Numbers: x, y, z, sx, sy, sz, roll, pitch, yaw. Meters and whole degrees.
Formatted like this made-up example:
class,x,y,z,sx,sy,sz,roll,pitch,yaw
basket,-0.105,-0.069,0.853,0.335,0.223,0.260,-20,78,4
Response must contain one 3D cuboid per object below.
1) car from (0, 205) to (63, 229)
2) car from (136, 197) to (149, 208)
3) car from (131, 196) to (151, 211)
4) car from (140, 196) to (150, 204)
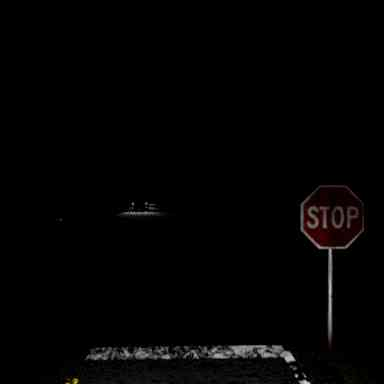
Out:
class,x,y,z,sx,sy,sz,roll,pitch,yaw
car,-10.762,1.594,21.321,4.674,1.442,1.812,0,0,-2
car,-7.536,1.591,51.022,1.812,1.442,4.674,0,0,-7
car,-6.308,1.400,40.537,2.097,1.767,4.553,0,0,-7
car,-9.173,1.567,65.486,1.882,1.535,5.008,0,0,-6
